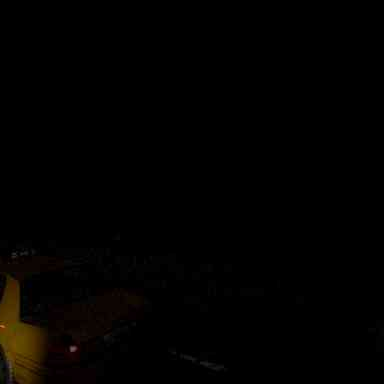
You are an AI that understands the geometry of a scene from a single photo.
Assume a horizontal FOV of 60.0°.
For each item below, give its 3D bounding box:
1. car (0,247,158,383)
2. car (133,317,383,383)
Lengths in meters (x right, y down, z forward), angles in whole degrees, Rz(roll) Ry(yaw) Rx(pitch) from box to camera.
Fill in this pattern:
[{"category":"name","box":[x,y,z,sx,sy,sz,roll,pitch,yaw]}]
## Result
[{"category":"car","box":[-2.661,1.524,4.986,4.829,1.417,1.752,0,1,35]},{"category":"car","box":[2.026,1.551,1.646,4.403,1.369,2.008,0,1,35]}]
